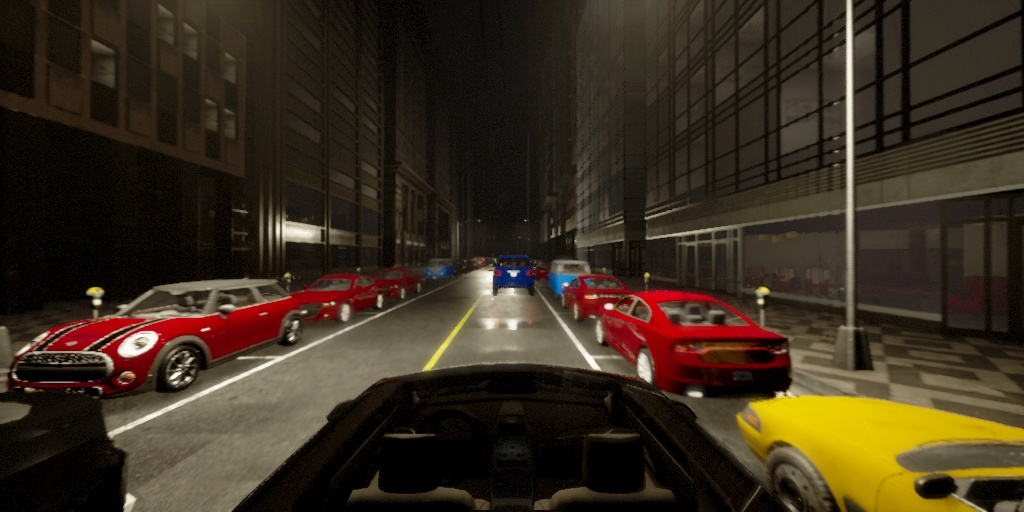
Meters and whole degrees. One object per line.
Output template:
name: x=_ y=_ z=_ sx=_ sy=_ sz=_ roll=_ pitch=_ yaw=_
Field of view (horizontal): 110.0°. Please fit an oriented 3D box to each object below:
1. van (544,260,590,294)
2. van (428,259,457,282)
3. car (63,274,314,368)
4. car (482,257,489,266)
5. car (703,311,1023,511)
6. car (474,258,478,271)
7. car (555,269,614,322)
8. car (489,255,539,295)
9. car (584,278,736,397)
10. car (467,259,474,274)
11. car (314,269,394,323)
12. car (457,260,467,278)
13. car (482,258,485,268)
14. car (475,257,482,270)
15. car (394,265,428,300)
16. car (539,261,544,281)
van: x=2.757 y=1.095 z=17.720 sx=1.690 sy=1.789 sz=3.998 roll=0 pitch=0 yaw=0
van: x=-5.774 y=1.105 z=28.912 sx=1.690 sy=1.789 sz=3.998 roll=0 pitch=0 yaw=0
car: x=-5.763 y=1.195 z=6.504 sx=1.967 sy=1.591 sz=4.097 roll=0 pitch=0 yaw=0
car: x=-5.789 y=1.093 z=62.522 sx=2.192 sy=1.841 sz=5.009 roll=0 pitch=0 yaw=0
car: x=2.764 y=1.273 z=1.084 sx=1.751 sy=1.417 sz=4.829 roll=0 pitch=0 yaw=0
car: x=-5.781 y=1.337 z=45.716 sx=1.948 sy=1.339 sz=4.313 roll=0 pitch=0 yaw=0
car: x=2.759 y=1.297 z=12.118 sx=1.888 sy=1.381 sz=4.507 roll=0 pitch=0 yaw=0
car: x=0.086 y=0.980 z=20.008 sx=2.150 sy=2.045 sz=5.566 roll=0 pitch=0 yaw=0
car: x=2.762 y=1.295 z=6.516 sx=1.888 sy=1.381 sz=4.507 roll=0 pitch=0 yaw=0
car: x=-5.779 y=1.208 z=40.115 sx=1.967 sy=1.591 sz=4.097 roll=0 pitch=0 yaw=0
car: x=-5.766 y=1.302 z=12.105 sx=1.888 sy=1.381 sz=4.507 roll=0 pitch=0 yaw=0
car: x=-5.776 y=1.348 z=34.513 sx=1.802 sy=1.307 sz=4.207 roll=0 pitch=0 yaw=0
car: x=-5.787 y=1.341 z=56.920 sx=1.948 sy=1.339 sz=4.313 roll=0 pitch=0 yaw=0
car: x=-5.784 y=1.213 z=51.318 sx=1.967 sy=1.591 sz=4.097 roll=0 pitch=0 yaw=0
car: x=-5.769 y=1.305 z=17.708 sx=1.888 sy=1.381 sz=4.507 roll=0 pitch=0 yaw=0
car: x=2.752 y=1.304 z=28.925 sx=1.888 sy=1.381 sz=4.507 roll=0 pitch=0 yaw=0
